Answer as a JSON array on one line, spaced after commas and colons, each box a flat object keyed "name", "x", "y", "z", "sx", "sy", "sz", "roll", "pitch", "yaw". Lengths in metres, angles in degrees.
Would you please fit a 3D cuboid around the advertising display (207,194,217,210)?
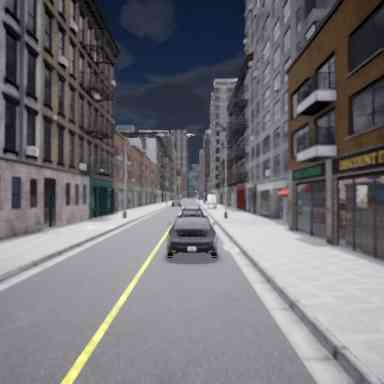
[{"name": "advertising display", "x": 3.124, "y": 1.586, "z": 52.329, "sx": 1.540, "sy": 2.440, "sz": 0.280, "roll": 0, "pitch": -1, "yaw": 0}]

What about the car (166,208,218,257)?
[{"name": "car", "x": 0.016, "y": 1.644, "z": 13.515, "sx": 1.837, "sy": 1.490, "sz": 4.892, "roll": 0, "pitch": 0, "yaw": 0}]

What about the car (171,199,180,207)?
[{"name": "car", "x": -3.026, "y": 2.217, "z": 65.028, "sx": 1.837, "sy": 1.490, "sz": 4.892, "roll": 0, "pitch": 0, "yaw": 1}]

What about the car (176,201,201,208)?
[{"name": "car", "x": 0.016, "y": 1.784, "z": 28.518, "sx": 2.128, "sy": 1.511, "sz": 4.902, "roll": 0, "pitch": 0, "yaw": 0}]
